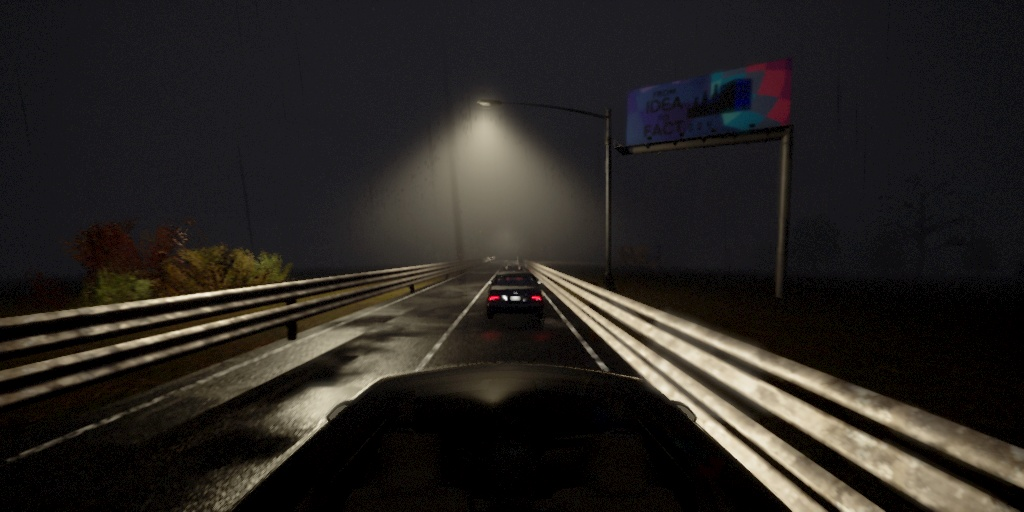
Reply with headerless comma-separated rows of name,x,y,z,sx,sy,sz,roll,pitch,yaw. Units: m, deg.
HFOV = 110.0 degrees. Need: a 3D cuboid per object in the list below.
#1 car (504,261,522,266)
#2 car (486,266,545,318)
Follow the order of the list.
car,0.081,1.156,36.266,1.895,1.301,4.718,0,0,0
car,0.092,1.235,12.710,2.033,1.411,5.357,0,0,0
